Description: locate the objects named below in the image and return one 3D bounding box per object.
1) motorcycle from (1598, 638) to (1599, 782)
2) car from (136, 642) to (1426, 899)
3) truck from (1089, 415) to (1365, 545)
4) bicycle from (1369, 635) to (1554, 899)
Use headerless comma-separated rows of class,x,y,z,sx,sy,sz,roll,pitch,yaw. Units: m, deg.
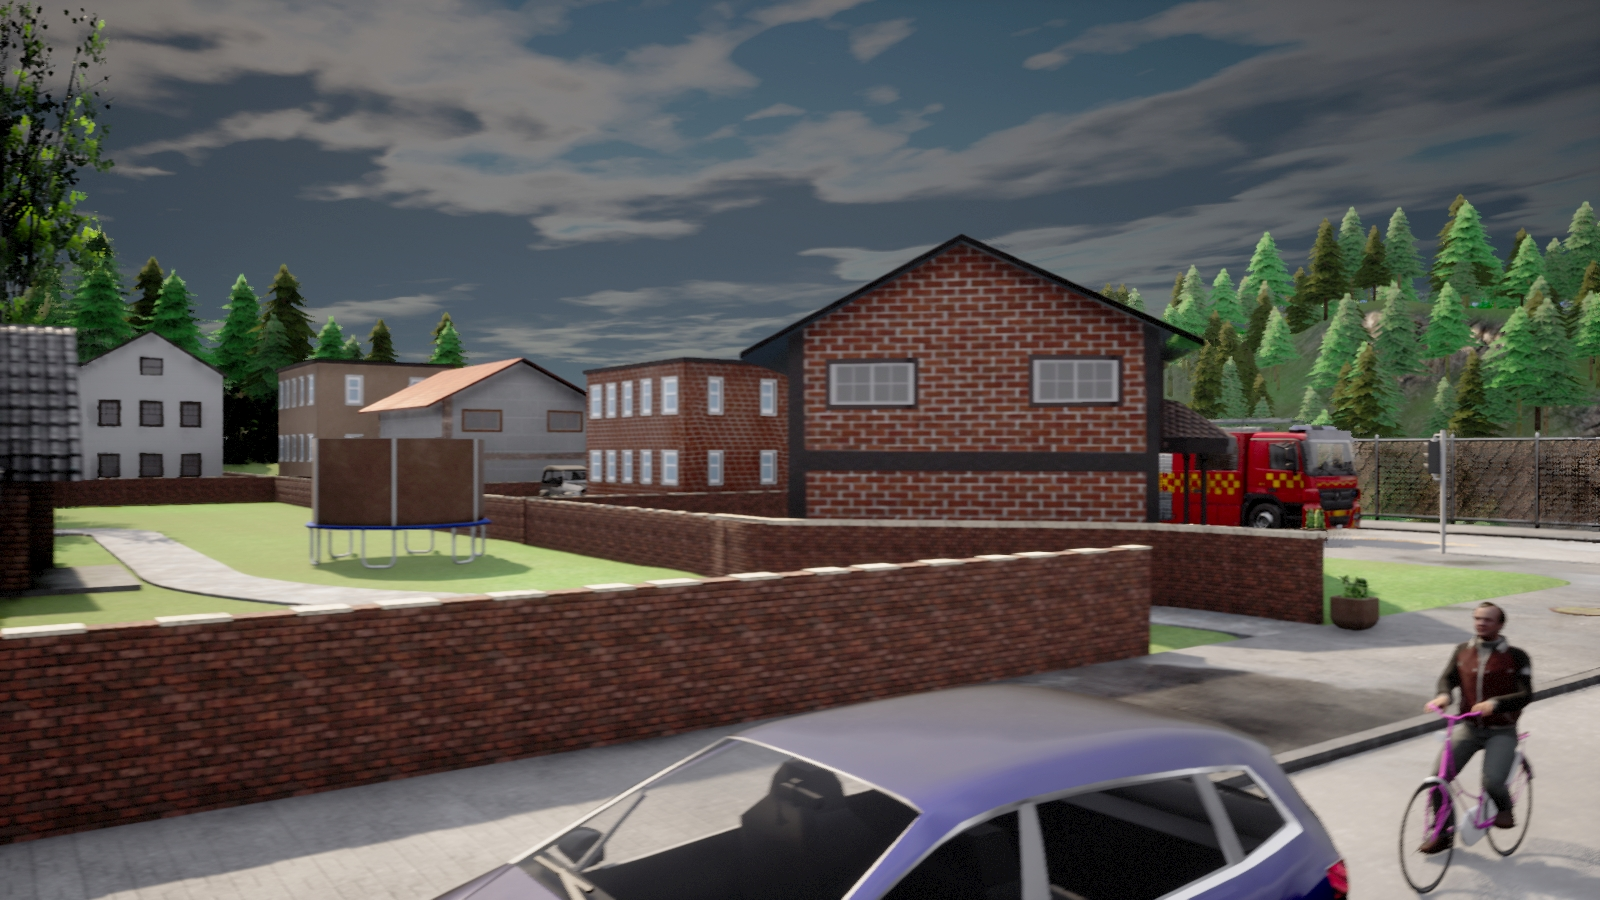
motorcycle,7.771,2.186,9.864,2.033,1.199,0.803,0,0,-35
car,0.170,1.967,4.489,4.611,1.667,2.242,0,0,-36
truck,13.949,0.890,38.175,2.891,3.827,8.468,0,0,-36
bicycle,4.400,2.060,7.544,1.835,1.471,0.329,0,0,-36
